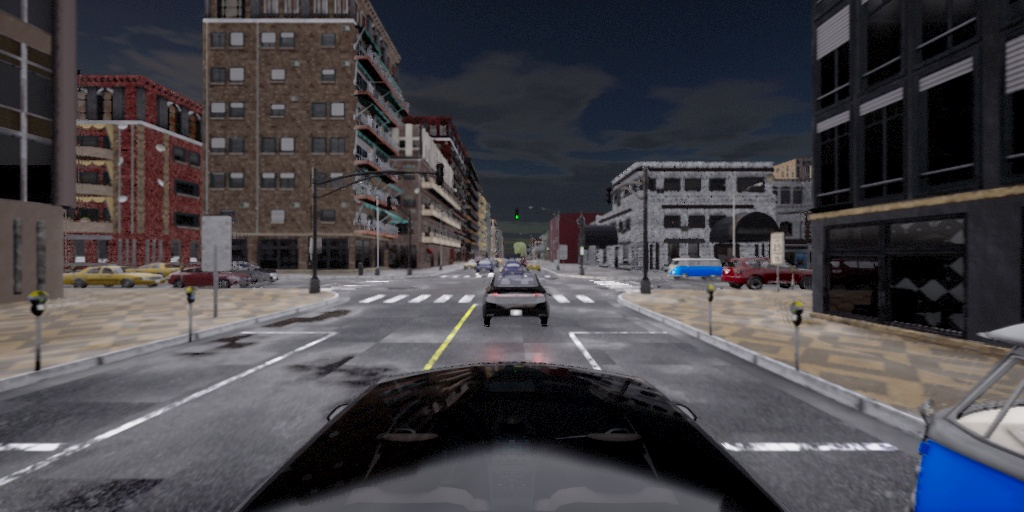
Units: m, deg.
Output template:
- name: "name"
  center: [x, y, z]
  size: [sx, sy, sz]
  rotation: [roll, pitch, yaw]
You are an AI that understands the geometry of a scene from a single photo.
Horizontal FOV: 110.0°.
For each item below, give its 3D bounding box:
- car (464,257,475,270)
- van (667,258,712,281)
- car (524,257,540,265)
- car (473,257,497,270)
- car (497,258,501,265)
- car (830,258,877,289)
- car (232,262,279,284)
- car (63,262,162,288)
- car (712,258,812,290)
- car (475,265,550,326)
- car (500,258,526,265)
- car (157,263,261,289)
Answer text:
- name: "car"
  center: [-5.702, 1.154, 50.174]
  size: [1.751, 1.417, 4.829]
  rotation: [0, 0, 0]
- name: "van"
  center: [14.891, 1.081, 29.290]
  size: [3.998, 1.789, 1.690]
  rotation: [0, 0, 0]
- name: "car"
  center: [2.680, 1.165, 44.978]
  size: [1.751, 1.417, 4.829]
  rotation: [0, 0, 0]
- name: "car"
  center: [-3.097, 1.174, 41.459]
  size: [1.812, 1.442, 4.674]
  rotation: [0, 1, 0]
- name: "car"
  center: [-3.072, 1.108, 56.671]
  size: [2.128, 1.511, 4.902]
  rotation: [0, 0, 0]
- name: "car"
  center: [20.439, 1.059, 20.924]
  size: [5.009, 1.841, 2.192]
  rotation: [0, 0, 0]
- name: "car"
  center: [-17.897, 1.131, 23.411]
  size: [4.902, 1.511, 2.128]
  rotation: [0, 0, 1]
- name: "car"
  center: [-22.964, 1.152, 20.810]
  size: [4.829, 1.417, 1.751]
  rotation: [0, 0, 0]
- name: "car"
  center: [14.915, 1.041, 20.910]
  size: [5.009, 1.841, 2.192]
  rotation: [0, 0, 0]
- name: "car"
  center: [0.099, 1.213, 11.526]
  size: [2.128, 1.511, 4.902]
  rotation: [0, 0, 0]
- name: "car"
  center: [0.083, 1.208, 32.441]
  size: [1.812, 1.442, 4.674]
  rotation: [0, 0, 0]
- name: "car"
  center: [-17.471, 1.219, 20.824]
  size: [4.207, 1.307, 1.802]
  rotation: [0, 0, 0]
